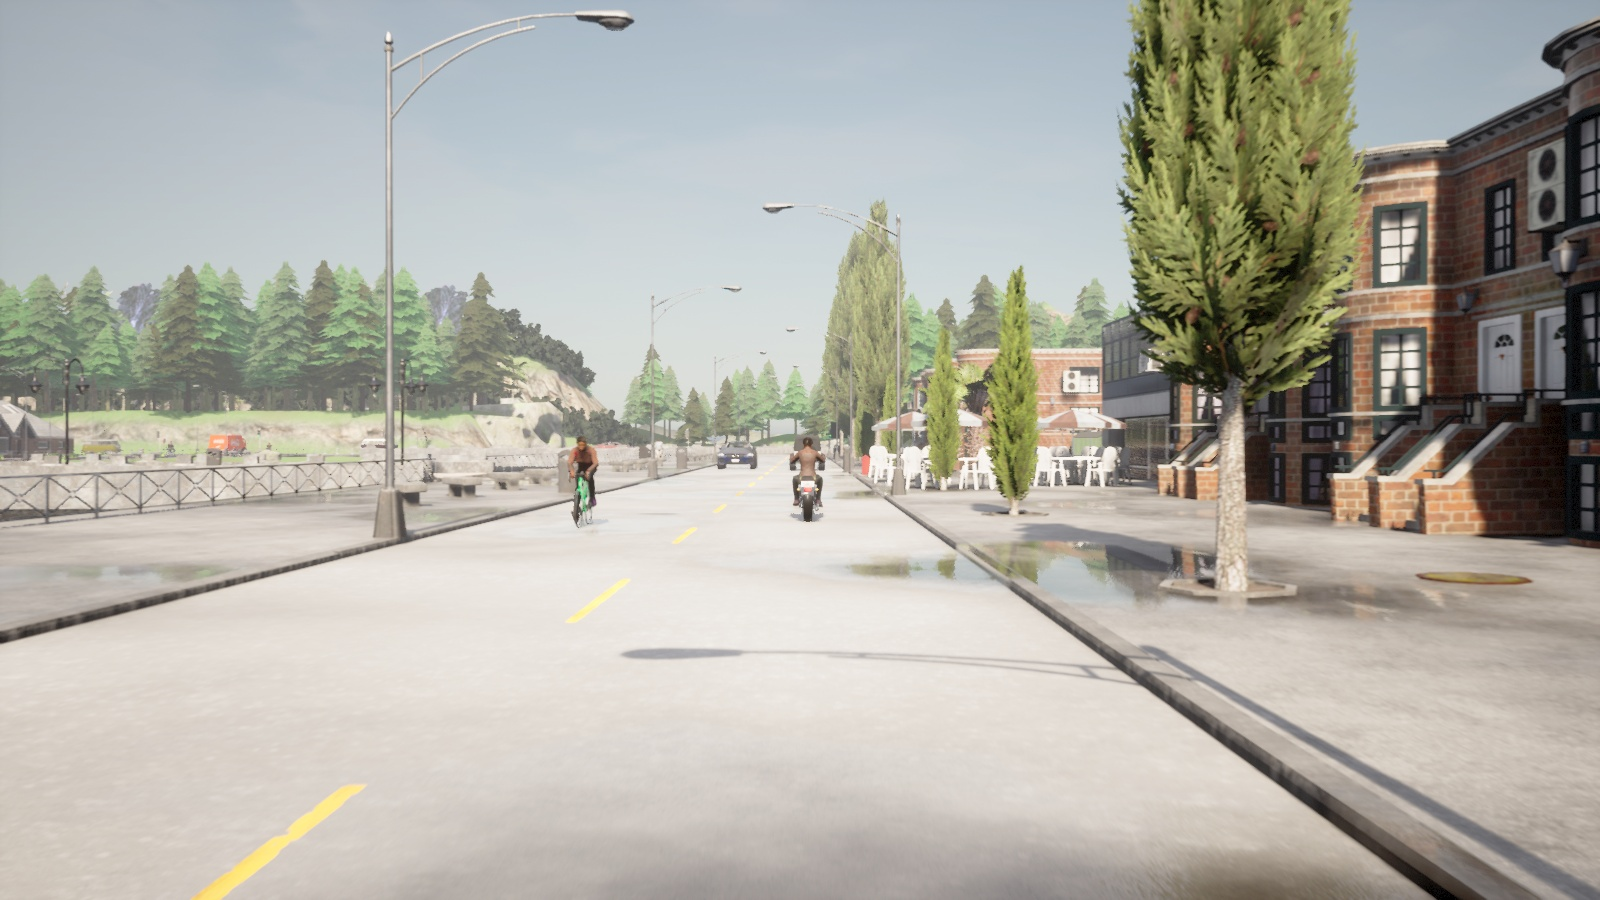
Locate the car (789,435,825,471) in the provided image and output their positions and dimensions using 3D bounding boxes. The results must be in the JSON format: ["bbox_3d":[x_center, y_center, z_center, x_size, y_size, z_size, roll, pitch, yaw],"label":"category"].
[{"bbox_3d":[0.396,0.155,68.873,1.905,1.878,3.866,0,0,0],"label":"car"}]

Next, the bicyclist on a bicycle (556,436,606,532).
[{"bbox_3d":[-3.861,0.571,22.236,0.582,1.620,1.656,0,1,0],"label":"bicyclist on a bicycle"}]

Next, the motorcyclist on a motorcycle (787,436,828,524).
[{"bbox_3d":[0.152,0.558,24.745,0.766,1.649,2.350,0,0,0],"label":"motorcyclist on a motorcycle"}]

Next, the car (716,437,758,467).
[{"bbox_3d":[-3.585,0.115,72.238,2.152,1.651,5.027,0,0,0],"label":"car"}]
